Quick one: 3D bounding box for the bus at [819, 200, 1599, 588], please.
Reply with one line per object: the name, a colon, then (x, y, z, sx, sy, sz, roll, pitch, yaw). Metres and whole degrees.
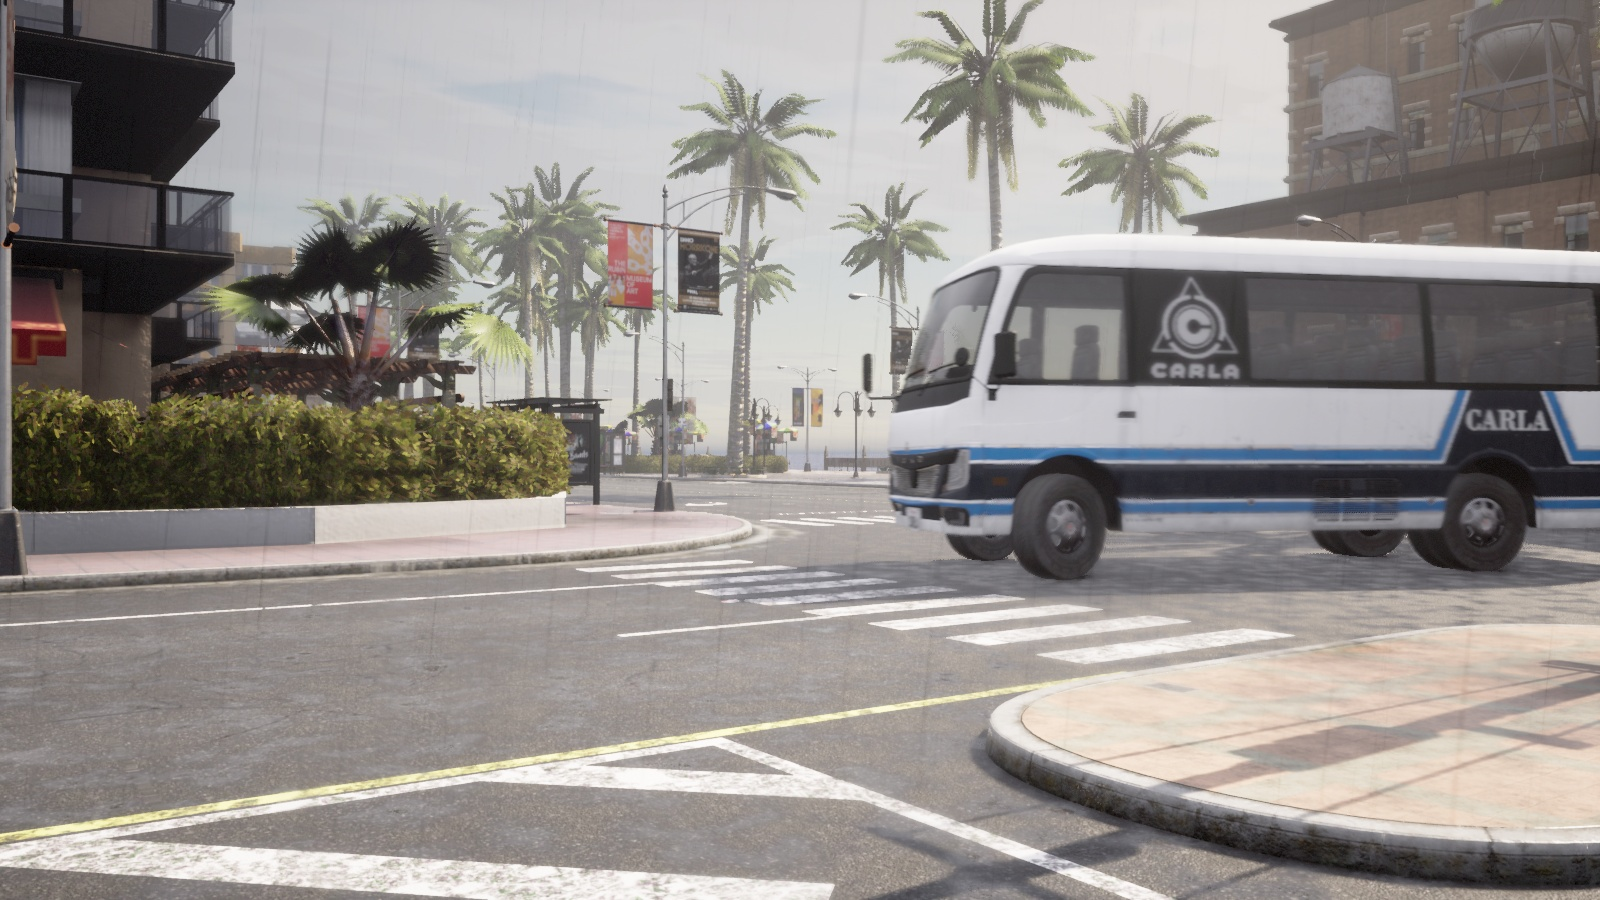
bus: (5.700, -0.603, 16.710, 10.273, 4.253, 3.944, 0, -1, -11)
